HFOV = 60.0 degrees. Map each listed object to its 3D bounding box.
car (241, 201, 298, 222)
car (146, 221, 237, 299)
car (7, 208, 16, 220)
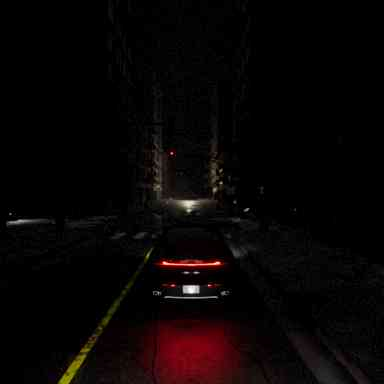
[{"bbox_3d":[6.422,1.501,27.896,4.553,1.767,2.097,1,0,6],"label":"car"},{"bbox_3d":[-0.016,1.507,8.412,1.837,1.490,4.892,0,0,0],"label":"car"},{"bbox_3d":[-15.166,1.388,24.094,4.181,1.385,1.994,1,0,-1],"label":"car"}]
